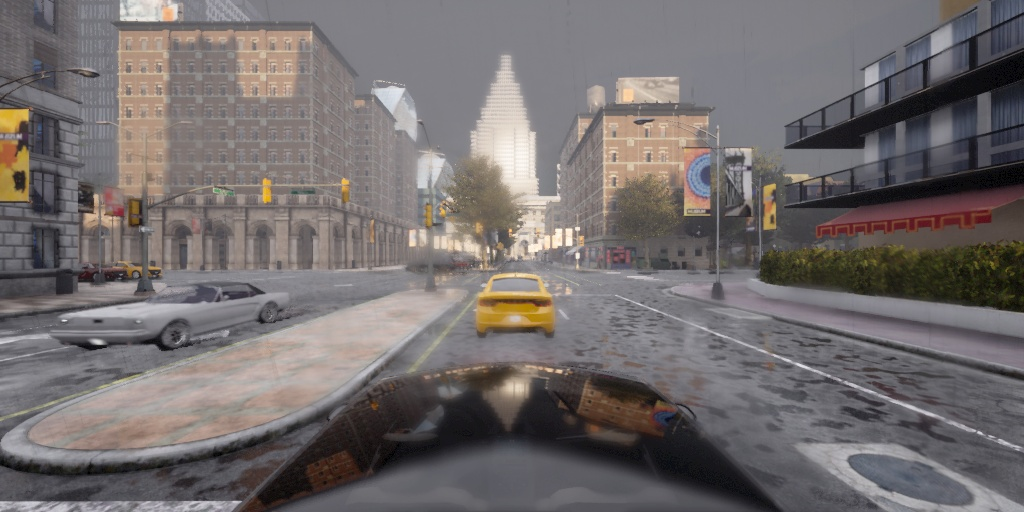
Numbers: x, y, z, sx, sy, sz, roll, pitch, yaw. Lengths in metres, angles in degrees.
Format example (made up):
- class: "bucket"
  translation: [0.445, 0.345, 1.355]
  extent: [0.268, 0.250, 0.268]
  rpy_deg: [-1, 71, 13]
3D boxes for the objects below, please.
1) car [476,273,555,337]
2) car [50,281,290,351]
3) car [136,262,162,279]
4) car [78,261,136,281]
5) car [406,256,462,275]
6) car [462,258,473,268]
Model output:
- class: "car"
  translation: [0.094, 1.228, 10.331]
  extent: [1.882, 1.535, 5.008]
  rpy_deg: [0, 0, 0]
- class: "car"
  translation: [-7.988, 1.351, 9.119]
  extent: [1.895, 1.301, 4.718]
  rpy_deg: [0, 0, 0]
- class: "car"
  translation: [-34.574, 1.228, 32.336]
  extent: [5.008, 1.535, 1.882]
  rpy_deg: [0, 0, 0]
- class: "car"
  translation: [-33.938, 1.228, 28.838]
  extent: [5.008, 1.535, 1.882]
  rpy_deg: [0, 0, 0]
- class: "car"
  translation: [-8.789, 0.971, 39.632]
  extent: [5.566, 2.045, 2.150]
  rpy_deg: [0, 0, 0]
- class: "car"
  translation: [-7.986, 1.351, 59.072]
  extent: [1.895, 1.301, 4.718]
  rpy_deg: [0, 0, 0]
